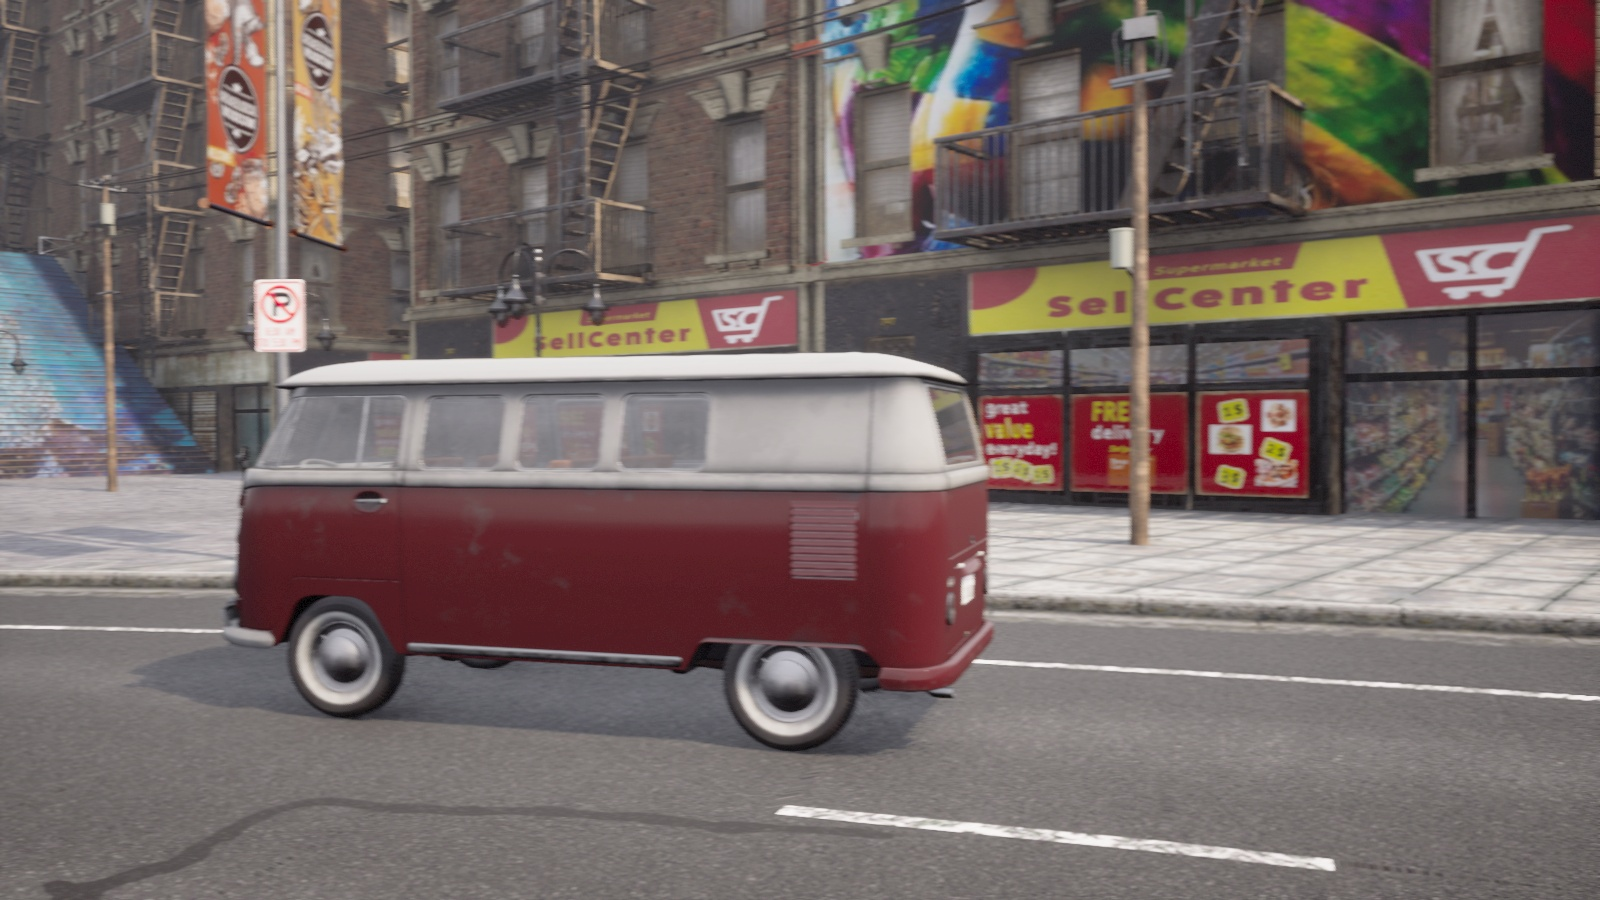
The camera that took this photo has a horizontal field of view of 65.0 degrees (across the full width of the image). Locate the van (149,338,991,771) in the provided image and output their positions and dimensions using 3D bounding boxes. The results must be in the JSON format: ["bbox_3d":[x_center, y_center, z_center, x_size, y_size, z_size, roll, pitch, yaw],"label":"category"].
[{"bbox_3d":[-1.254,0.450,7.236,4.442,1.987,1.775,0,1,17],"label":"van"}]
